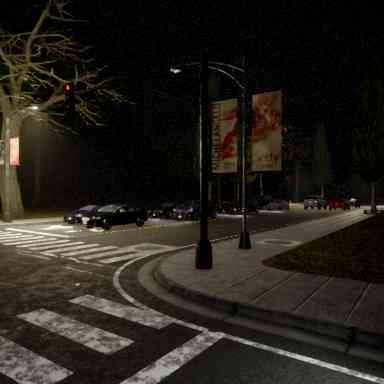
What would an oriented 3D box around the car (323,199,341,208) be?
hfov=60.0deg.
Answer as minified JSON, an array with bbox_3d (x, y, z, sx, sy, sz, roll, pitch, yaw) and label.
[{"bbox_3d":[24.079,1.926,57.018,1.812,1.442,4.674,0,-1,35],"label":"car"}]

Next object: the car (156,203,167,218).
[{"bbox_3d":[-1.836,1.666,31.831,2.033,1.411,5.357,0,0,35],"label":"car"}]

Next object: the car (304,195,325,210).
[{"bbox_3d":[17.943,1.521,48.295,2.150,2.045,5.566,0,0,35],"label":"car"}]

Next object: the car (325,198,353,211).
[{"bbox_3d":[20.695,1.659,46.568,2.097,1.767,4.553,0,0,35],"label":"car"}]

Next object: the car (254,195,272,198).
[{"bbox_3d":[9.978,1.472,48.544,2.150,2.045,5.566,0,0,38],"label":"car"}]

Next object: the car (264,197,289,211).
[{"bbox_3d":[11.900,1.772,45.638,1.812,1.442,4.674,0,0,36],"label":"car"}]

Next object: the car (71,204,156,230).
[{"bbox_3d":[-4.957,1.566,21.766,2.128,1.511,4.902,0,0,35],"label":"car"}]

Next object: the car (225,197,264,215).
[{"bbox_3d":[5.949,1.680,37.248,1.837,1.490,4.892,0,0,35],"label":"car"}]

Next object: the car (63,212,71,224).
[{"bbox_3d":[-7.167,1.637,24.286,1.994,1.385,4.181,0,0,36],"label":"car"}]

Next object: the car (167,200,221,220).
[{"bbox_3d":[0.294,1.472,29.221,2.097,1.767,4.553,0,0,35],"label":"car"}]

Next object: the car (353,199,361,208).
[{"bbox_3d":[26.454,1.892,54.750,2.128,1.511,4.902,0,-1,35],"label":"car"}]

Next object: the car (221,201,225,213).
[{"bbox_3d":[3.894,1.776,39.980,1.895,1.301,4.718,0,0,35],"label":"car"}]
